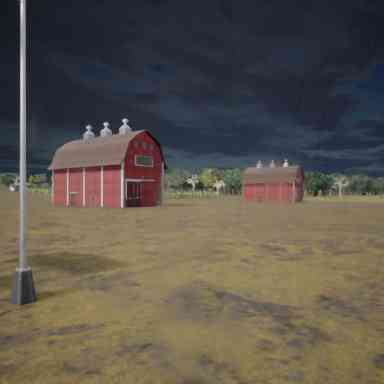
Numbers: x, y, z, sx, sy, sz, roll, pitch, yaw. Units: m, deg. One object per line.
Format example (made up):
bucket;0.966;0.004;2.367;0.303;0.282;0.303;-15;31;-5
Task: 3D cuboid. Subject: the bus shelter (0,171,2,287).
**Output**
bus shelter;-6.624;0.877;8.235;3.880;2.740;1.920;0;0;36
